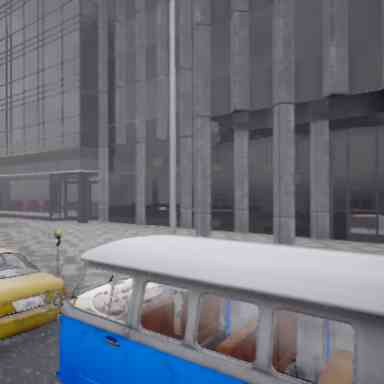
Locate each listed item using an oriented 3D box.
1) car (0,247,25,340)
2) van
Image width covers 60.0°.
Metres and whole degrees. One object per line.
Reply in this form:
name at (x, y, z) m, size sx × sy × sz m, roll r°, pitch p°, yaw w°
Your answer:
car at (-4.178, 1.539, 6.059) m, size 4.829 × 1.417 × 1.752 m, roll 0°, pitch 0°, yaw 35°
van at (0.554, 1.343, 2.686) m, size 3.998 × 1.788 × 1.690 m, roll 0°, pitch 0°, yaw 35°
